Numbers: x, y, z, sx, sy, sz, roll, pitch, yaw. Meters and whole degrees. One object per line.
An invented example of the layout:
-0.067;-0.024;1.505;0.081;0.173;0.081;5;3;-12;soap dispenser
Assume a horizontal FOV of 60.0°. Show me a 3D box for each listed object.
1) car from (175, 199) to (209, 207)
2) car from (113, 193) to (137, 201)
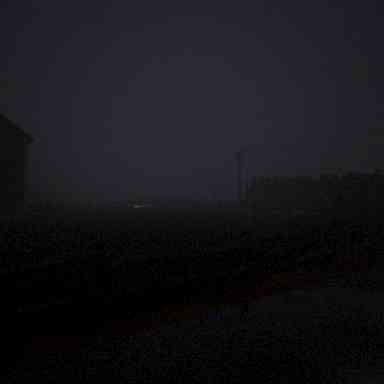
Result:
-0.259;1.472;38.555;2.033;1.411;5.357;0;0;-35;car
-10.852;1.252;53.663;2.150;2.045;5.566;0;0;-35;car
